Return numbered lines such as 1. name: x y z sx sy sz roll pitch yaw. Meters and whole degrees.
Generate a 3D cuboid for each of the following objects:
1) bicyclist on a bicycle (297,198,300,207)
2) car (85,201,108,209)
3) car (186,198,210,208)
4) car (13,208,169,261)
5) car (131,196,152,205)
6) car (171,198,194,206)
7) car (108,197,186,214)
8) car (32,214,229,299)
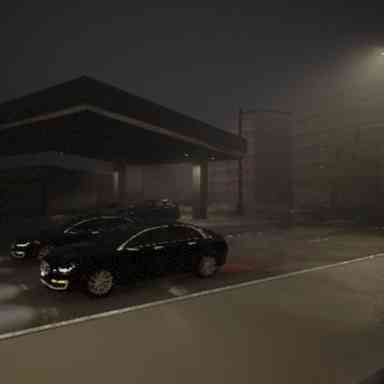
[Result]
1. bicyclist on a bicycle: 15.789 1.511 50.239 1.656 1.620 0.582 0 0 -36
2. car: -7.077 1.507 27.626 3.806 1.475 1.970 0 0 -35
3. car: 0.731 1.631 52.170 1.882 1.535 5.008 0 0 -36
4. car: -3.525 1.524 11.674 4.892 1.490 1.837 0 1 -28
5. car: -10.303 1.682 67.277 2.128 1.511 4.902 0 0 -36
6. car: -1.764 1.772 61.597 1.895 1.301 4.718 0 0 -36
7. car: -3.122 1.350 23.391 4.611 1.667 2.242 0 0 -35
8. car: -1.244 1.523 8.608 4.892 1.490 1.837 0 0 -35
